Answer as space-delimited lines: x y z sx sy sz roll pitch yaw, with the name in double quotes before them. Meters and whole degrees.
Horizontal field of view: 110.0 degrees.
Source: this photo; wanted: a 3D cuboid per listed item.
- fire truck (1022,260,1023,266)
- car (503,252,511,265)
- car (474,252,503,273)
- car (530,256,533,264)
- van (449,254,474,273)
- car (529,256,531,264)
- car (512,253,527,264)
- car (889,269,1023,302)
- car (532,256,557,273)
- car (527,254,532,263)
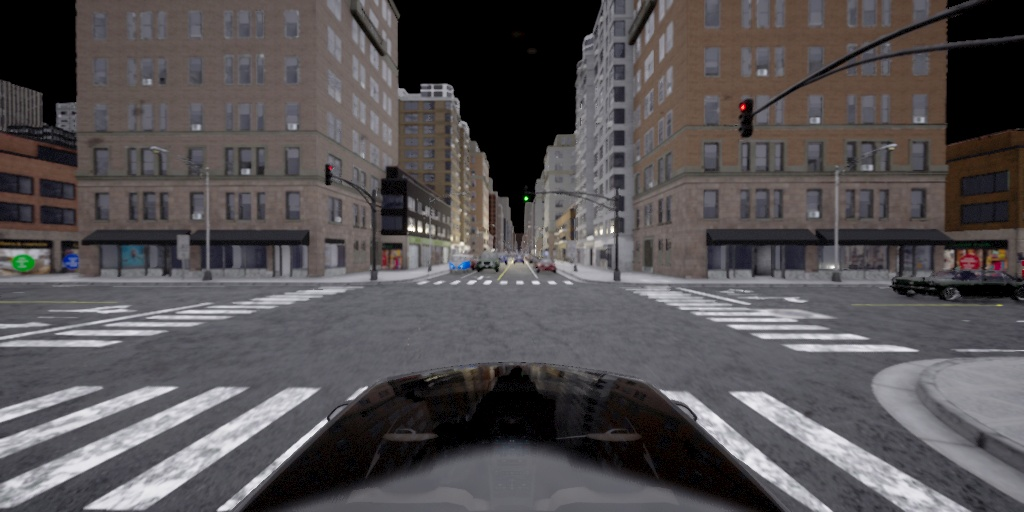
"fire truck" 32.313 -0.043 18.410 8.468 3.827 2.891 0 1 1
"car" -1.830 0.424 59.454 2.150 2.045 5.566 0 0 1
"car" -2.381 0.622 37.581 2.150 2.045 5.566 0 1 1
"car" 3.449 0.935 41.253 1.948 1.339 4.313 0 0 1
"van" -5.194 0.759 35.908 1.690 1.789 3.998 0 0 1
"car" 3.568 0.900 46.777 1.802 1.307 4.207 0 0 1
"car" 1.239 0.698 62.536 1.812 1.442 4.674 0 1 1
"car" 19.446 1.231 15.469 4.718 1.301 1.895 0 1 1
"car" 3.330 0.860 35.730 1.967 1.591 4.097 0 0 1
"car" 3.924 0.731 63.348 1.948 1.339 4.313 0 0 1
